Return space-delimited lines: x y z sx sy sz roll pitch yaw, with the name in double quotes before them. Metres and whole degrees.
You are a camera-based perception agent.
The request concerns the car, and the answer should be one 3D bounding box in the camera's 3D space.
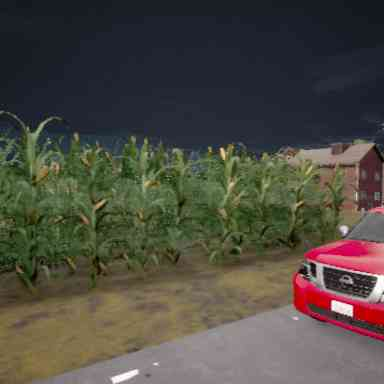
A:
"car" 4.305 1.239 6.140 5.566 2.045 2.150 0 0 -35
